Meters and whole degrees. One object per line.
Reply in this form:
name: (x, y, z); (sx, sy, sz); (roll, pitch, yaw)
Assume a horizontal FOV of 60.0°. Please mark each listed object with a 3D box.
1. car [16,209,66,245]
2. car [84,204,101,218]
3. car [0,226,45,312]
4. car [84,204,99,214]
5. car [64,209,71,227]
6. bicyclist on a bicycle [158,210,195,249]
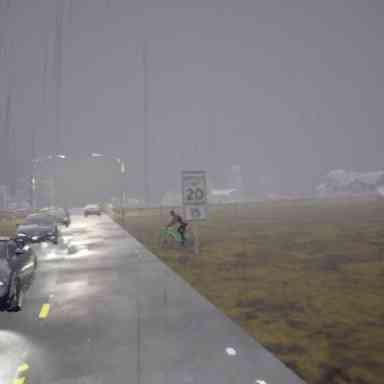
car: (-7.969, 1.920, 17.621); (1.837, 1.490, 4.892); (-2, 0, -18)
car: (-12.305, 2.288, 41.201); (2.128, 1.511, 4.902); (-2, -1, -18)
car: (-4.859, 1.793, 7.741); (1.994, 1.385, 4.181); (-2, 0, -18)
car: (-15.428, 2.576, 51.133); (2.033, 1.411, 5.357); (-2, -1, -18)
car: (-11.105, 2.139, 27.612); (1.812, 1.442, 4.674); (-2, 0, -17)
bicyclist on a bicycle: (-0.668, 1.579, 14.176); (1.656, 1.620, 0.582); (-2, -1, -18)
